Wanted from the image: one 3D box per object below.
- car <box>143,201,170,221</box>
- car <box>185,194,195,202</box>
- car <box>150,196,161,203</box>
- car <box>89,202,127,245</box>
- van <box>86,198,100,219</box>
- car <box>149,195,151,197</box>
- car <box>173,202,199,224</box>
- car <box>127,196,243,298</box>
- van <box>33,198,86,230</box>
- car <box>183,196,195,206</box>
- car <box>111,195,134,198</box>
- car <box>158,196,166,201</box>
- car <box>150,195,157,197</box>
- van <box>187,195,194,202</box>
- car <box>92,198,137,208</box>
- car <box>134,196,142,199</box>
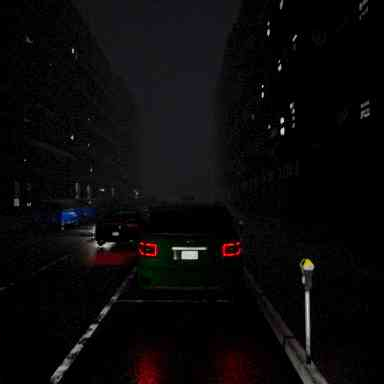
[{"bbox_3d":[-2.934,1.557,28.655,1.812,1.442,4.674,0,0,0],"label":"car"},{"bbox_3d":[-0.470,1.521,81.536,2.192,1.841,5.009,1,0,0],"label":"car"},{"bbox_3d":[-8.321,1.725,76.059,1.887,1.381,4.507,1,0,0],"label":"car"},{"bbox_3d":[-3.017,1.489,15.610,1.882,1.535,5.008,0,0,0],"label":"car"},{"bbox_3d":[-8.313,1.368,26.285,1.690,1.788,3.998,1,0,0],"label":"van"},{"bbox_3d":[-8.320,1.660,53.938,1.947,1.339,4.313,1,0,0],"label":"car"},{"bbox_3d":[-0.437,1.572,26.224,1.887,1.381,4.507,1,0,0],"label":"car"},{"bbox_3d":[-0.039,1.233,8.683,2.150,2.045,5.566,0,0,0],"label":"car"},{"bbox_3d":[-8.312,1.359,20.753,1.690,1.788,3.998,2,0,0],"label":"van"},{"bbox_3d":[-0.471,1.553,59.411,1.967,1.590,4.097,1,0,0],"label":"car"},{"bbox_3d":[-8.313,1.365,37.346,2.192,1.841,5.009,1,0,0],"label":"car"},{"bbox_3d":[-8.323,1.847,92.652,1.802,1.307,4.206,1,0,0],"label":"car"},{"bbox_3d":[-8.315,1.471,70.528,2.192,1.841,5.009,1,0,0],"label":"car"},{"bbox_3d":[-0.471,1.575,87.068,1.690,1.788,3.998,1,0,0],"label":"van"},{"bbox_3d":[-5.868,1.518,26.221,2.128,1.511,4.902,0,0,0],"label":"car"},{"bbox_3d":[-8.313,1.379,42.876,2.192,1.841,5.009,1,0,0],"label":"car"}]
